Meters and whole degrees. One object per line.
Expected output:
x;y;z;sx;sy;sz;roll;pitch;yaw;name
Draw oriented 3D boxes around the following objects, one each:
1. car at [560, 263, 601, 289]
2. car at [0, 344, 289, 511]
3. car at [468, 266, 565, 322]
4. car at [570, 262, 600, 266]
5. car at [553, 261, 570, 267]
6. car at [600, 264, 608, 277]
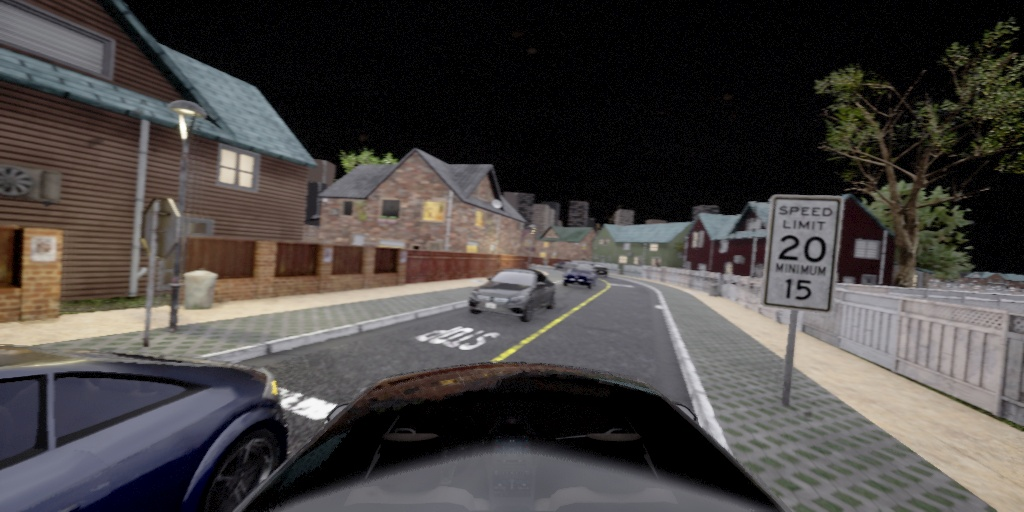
4.729;1.434;24.609;1.895;1.301;4.718;5;1;18;car
-2.791;1.081;1.040;1.994;1.385;4.181;5;1;5;car
0.241;1.148;12.053;1.812;1.442;4.674;5;1;20;car
7.493;1.454;37.566;1.882;1.535;5.008;5;0;3;car
8.102;1.491;54.018;2.033;1.411;5.357;5;0;-20;car
10.107;1.640;43.626;1.882;1.535;5.008;5;0;-4;car
